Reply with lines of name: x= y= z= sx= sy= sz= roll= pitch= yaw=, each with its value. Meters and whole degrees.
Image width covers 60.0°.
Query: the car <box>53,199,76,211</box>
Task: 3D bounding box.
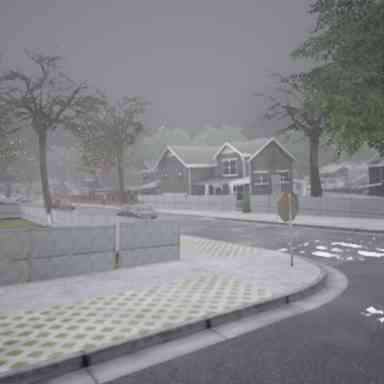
car: x=-17.393 y=1.697 z=45.105 sx=2.097 sy=1.767 sz=4.553 roll=-4 pitch=2 yaw=-35

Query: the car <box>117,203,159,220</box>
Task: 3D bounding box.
car: x=-4.422 y=1.649 z=26.459 sx=1.837 sy=1.490 sz=4.892 roll=-4 pitch=2 yaw=-35
